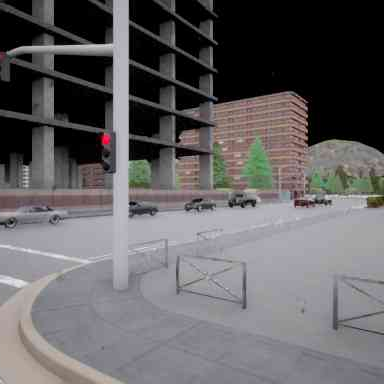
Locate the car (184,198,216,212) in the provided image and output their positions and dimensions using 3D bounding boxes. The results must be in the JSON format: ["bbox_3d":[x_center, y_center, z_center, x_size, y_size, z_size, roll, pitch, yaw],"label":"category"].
[{"bbox_3d":[1.023,1.449,38.446,1.837,1.490,4.892,0,0,35],"label":"car"}]

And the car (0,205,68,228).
[{"bbox_3d":[-10.755,1.545,21.855,1.895,1.301,4.718,0,0,35],"label":"car"}]

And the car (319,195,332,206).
[{"bbox_3d":[21.736,1.297,55.218,2.097,1.767,4.553,0,0,35],"label":"car"}]

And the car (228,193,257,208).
[{"bbox_3d":[7.251,1.166,47.155,2.150,2.045,5.566,0,0,35],"label":"car"}]

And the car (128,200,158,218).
[{"bbox_3d":[-4.976,1.470,29.984,1.812,1.442,4.674,0,0,36],"label":"car"}]

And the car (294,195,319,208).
[{"bbox_3d":[16.033,1.422,47.183,1.882,1.535,5.008,0,0,35],"label":"car"}]
